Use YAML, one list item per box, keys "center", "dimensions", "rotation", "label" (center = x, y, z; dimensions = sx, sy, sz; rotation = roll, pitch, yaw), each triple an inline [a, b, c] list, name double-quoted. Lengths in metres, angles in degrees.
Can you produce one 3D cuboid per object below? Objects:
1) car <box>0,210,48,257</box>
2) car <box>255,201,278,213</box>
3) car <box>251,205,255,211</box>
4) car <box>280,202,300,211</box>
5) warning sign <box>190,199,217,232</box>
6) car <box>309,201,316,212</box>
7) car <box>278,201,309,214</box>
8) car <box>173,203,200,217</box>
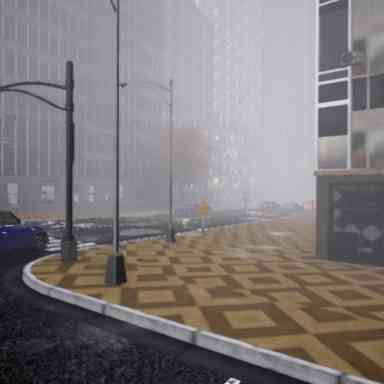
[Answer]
- center: [-7.044, 1.394, 11.643]
  dimensions: [2.097, 1.767, 4.553]
  rotation: [1, -1, 7]
  label: "car"
- center: [11.386, 2.088, 48.087]
  dimensions: [2.097, 1.767, 4.553]
  rotation: [0, -1, 33]
  label: "car"
- center: [11.260, 2.401, 53.991]
  dimensions: [1.895, 1.301, 4.718]
  rotation: [1, -1, 33]
  label: "car"
- center: [16.716, 2.413, 56.462]
  dimensions: [1.837, 1.490, 4.892]
  rotation: [1, -1, 33]
  label: "car"
- center: [0.702, 1.384, 20.274]
  dimensions: [1.300, 1.860, 1.060]
  rotation: [2, 1, 33]
  label: "warning sign"
- center: [19.434, 2.283, 54.679]
  dimensions: [2.097, 1.767, 4.553]
  rotation: [1, -1, 33]
  label: "car"
- center: [14.346, 2.315, 46.679]
  dimensions: [2.033, 1.411, 5.357]
  rotation: [0, -1, 33]
  label: "car"
- center: [-0.130, 1.908, 36.474]
  dimensions: [1.882, 1.535, 5.008]
  rotation: [1, -1, 33]
  label: "car"
